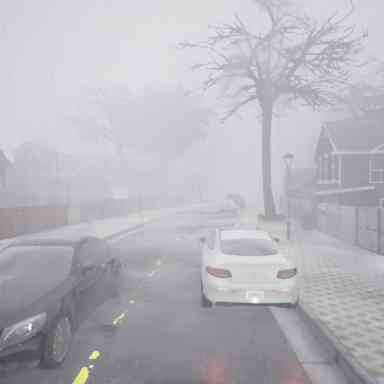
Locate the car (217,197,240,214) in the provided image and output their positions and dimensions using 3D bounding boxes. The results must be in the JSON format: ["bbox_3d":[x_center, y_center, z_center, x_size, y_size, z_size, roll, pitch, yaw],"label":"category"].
[{"bbox_3d":[3.802,1.523,35.409,1.812,1.442,4.674,0,0,12],"label":"car"}]

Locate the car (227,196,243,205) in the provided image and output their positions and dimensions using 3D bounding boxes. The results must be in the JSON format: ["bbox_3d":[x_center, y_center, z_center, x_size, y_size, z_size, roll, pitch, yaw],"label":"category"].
[{"bbox_3d":[7.795,1.528,60.000,1.812,1.442,4.674,0,0,20],"label":"car"}]

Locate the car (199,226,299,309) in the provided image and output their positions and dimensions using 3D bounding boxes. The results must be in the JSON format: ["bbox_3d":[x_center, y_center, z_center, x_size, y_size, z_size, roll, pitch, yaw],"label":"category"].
[{"bbox_3d":[1.144,1.524,7.775,1.812,1.442,4.674,0,0,3],"label":"car"}]

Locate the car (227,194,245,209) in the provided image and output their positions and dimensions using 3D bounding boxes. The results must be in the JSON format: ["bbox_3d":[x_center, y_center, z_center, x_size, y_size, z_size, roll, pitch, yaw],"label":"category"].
[{"bbox_3d":[5.932,1.223,45.244,2.150,2.045,5.566,0,0,15],"label":"car"}]

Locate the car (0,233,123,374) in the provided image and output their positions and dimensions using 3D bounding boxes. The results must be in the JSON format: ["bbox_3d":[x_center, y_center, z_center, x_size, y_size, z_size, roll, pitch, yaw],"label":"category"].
[{"bbox_3d":[-2.509,1.522,5.868,1.812,1.442,4.674,0,0,2],"label":"car"}]
